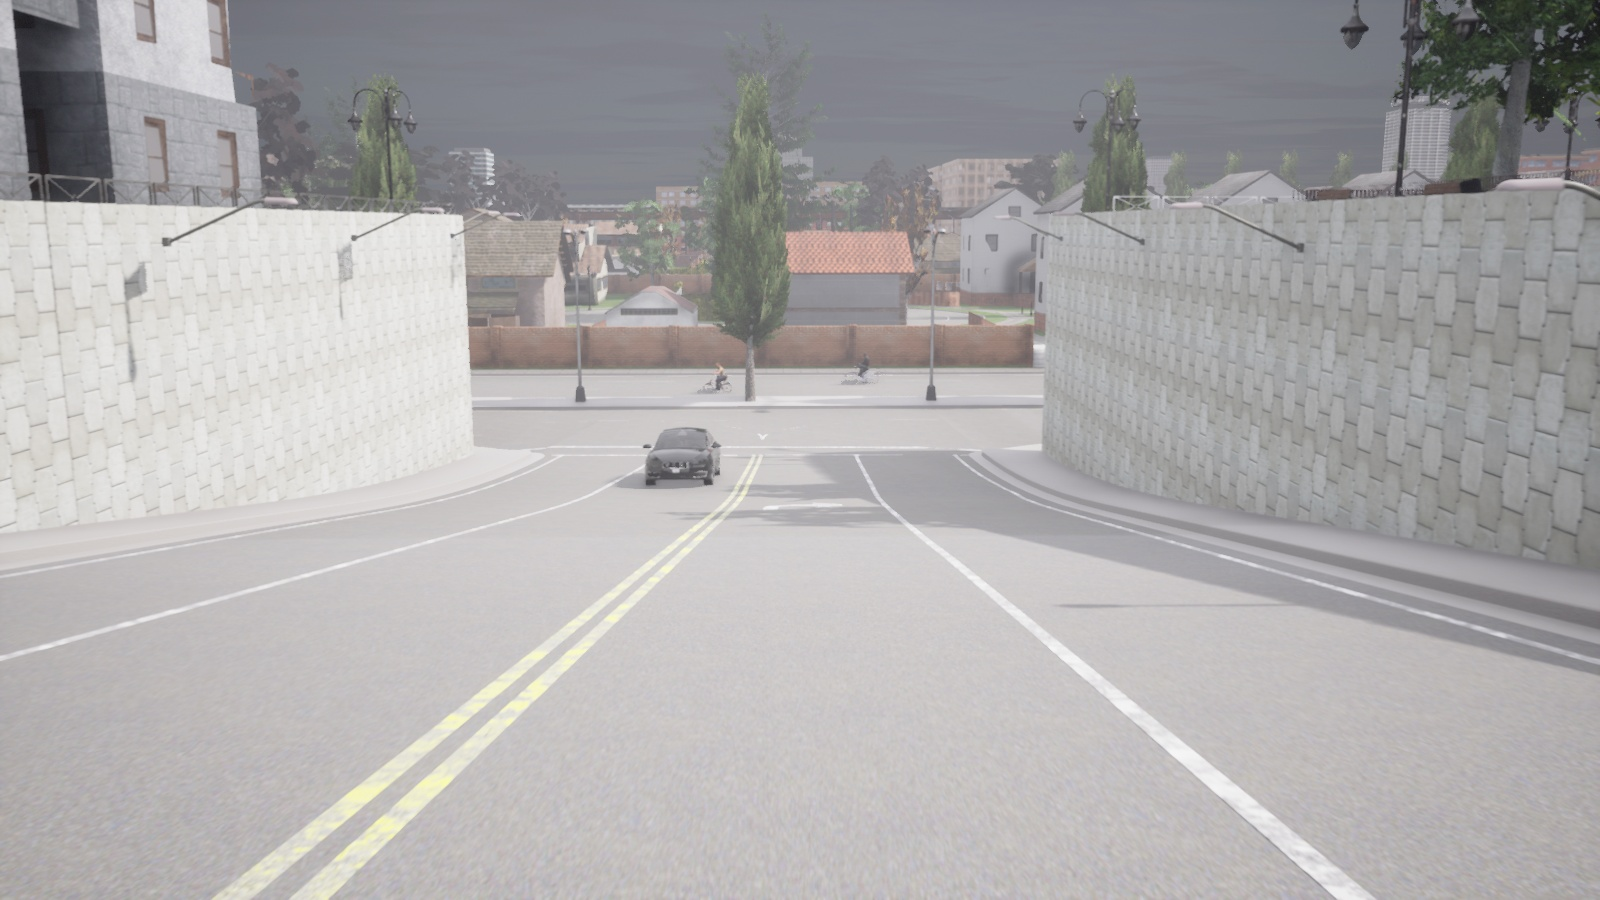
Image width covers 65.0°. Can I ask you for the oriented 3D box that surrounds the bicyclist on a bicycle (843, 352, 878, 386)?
[{"bbox_3d":[3.265,-4.399,67.821,1.843,1.776,0.659,0,10,-1],"label":"bicyclist on a bicycle"}]

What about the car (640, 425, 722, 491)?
[{"bbox_3d":[-3.302,0.157,35.686,1.837,1.490,4.892,0,4,0],"label":"car"}]
